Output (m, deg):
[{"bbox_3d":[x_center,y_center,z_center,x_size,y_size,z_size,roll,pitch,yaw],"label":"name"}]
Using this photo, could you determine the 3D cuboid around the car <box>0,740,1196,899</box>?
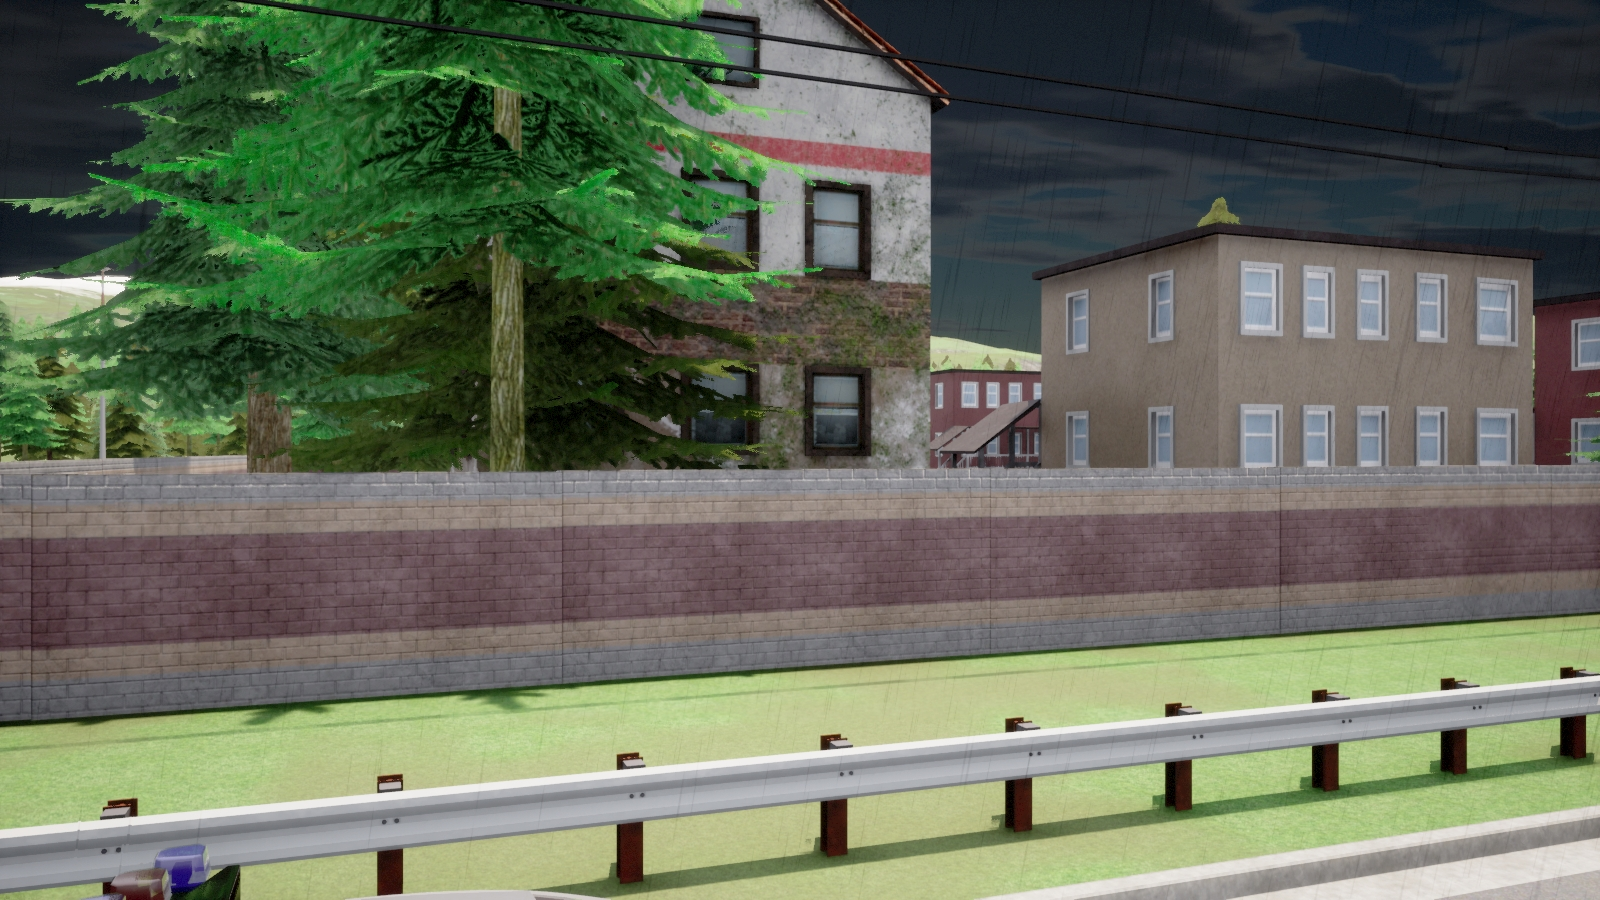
[{"bbox_3d":[-1.671,1.982,2.695,5.238,1.638,2.097,0,0,-20],"label":"car"}]
